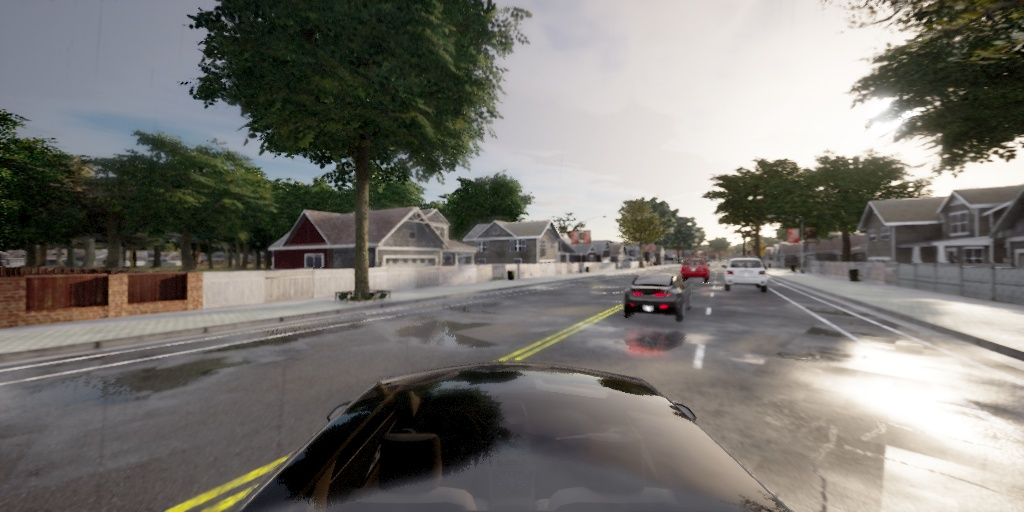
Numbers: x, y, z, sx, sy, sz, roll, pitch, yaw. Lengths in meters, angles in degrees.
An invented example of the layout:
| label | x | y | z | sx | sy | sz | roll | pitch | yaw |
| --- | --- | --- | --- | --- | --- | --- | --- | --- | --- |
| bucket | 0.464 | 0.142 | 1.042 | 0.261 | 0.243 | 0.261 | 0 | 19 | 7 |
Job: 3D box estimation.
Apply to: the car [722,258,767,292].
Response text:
| label | x | y | z | sx | sy | sz | roll | pitch | yaw |
| --- | --- | --- | --- | --- | --- | --- | --- | --- | --- |
| car | 15.051 | 1.163 | 23.318 | 2.150 | 2.045 | 5.566 | -1 | -1 | 30 |

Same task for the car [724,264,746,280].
| label | x | y | z | sx | sy | sz | roll | pitch | yaw |
| --- | --- | --- | --- | --- | --- | --- | --- | --- | --- |
| car | 23.203 | 1.603 | 37.403 | 1.812 | 1.442 | 4.674 | -1 | -1 | 30 |

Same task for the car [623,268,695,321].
| label | x | y | z | sx | sy | sz | roll | pitch | yaw |
| --- | --- | --- | --- | --- | --- | --- | --- | --- | --- |
| car | 5.391 | 1.367 | 13.098 | 1.837 | 1.490 | 4.892 | -1 | -1 | 30 |

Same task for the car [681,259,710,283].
| label | x | y | z | sx | sy | sz | roll | pitch | yaw |
| --- | --- | --- | --- | --- | --- | --- | --- | --- | --- |
| car | 16.514 | 1.266 | 32.356 | 2.150 | 2.045 | 5.566 | -1 | -1 | 30 |
